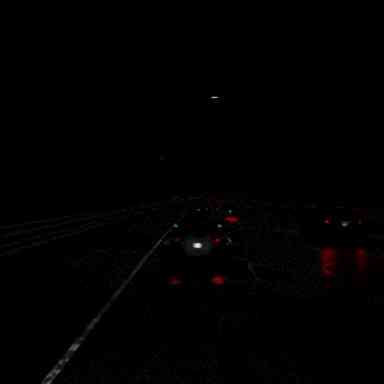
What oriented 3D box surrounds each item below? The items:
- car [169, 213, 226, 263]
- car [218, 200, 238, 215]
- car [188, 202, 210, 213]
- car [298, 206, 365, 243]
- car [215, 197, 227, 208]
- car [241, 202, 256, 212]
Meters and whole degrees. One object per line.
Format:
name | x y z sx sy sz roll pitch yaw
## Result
car | 0.208 1.710 12.681 1.994 1.385 4.181 0 -1 1
car | 4.426 1.983 39.993 1.837 1.490 4.892 0 -2 2
car | 0.688 1.728 33.141 2.097 1.767 4.553 0 -1 2
car | 7.305 1.604 17.945 2.097 1.767 4.553 0 -1 1
car | 5.493 1.959 62.848 2.150 2.045 5.566 0 -2 3
car | 8.293 2.161 49.172 2.033 1.411 5.357 0 -1 3
